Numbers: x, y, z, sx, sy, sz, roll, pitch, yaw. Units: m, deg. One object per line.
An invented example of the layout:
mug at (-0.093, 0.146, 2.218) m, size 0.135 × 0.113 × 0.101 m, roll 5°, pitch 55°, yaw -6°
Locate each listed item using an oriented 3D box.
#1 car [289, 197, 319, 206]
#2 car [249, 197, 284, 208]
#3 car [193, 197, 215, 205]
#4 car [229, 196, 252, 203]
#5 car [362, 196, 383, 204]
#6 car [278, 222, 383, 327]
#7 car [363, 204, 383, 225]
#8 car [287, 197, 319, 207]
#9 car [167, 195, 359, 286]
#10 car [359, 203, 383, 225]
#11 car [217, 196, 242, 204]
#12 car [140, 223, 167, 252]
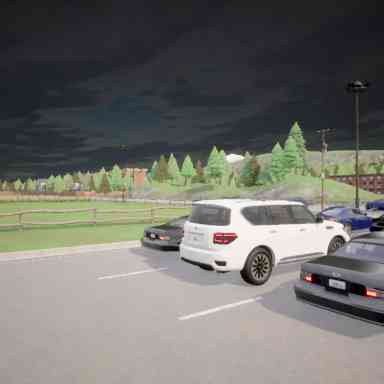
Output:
car at (19.006, 1.525, 56.764) m, size 1.812 × 1.442 × 4.674 m, roll 0°, pitch 0°, yaw -37°
car at (11.119, 1.493, 49.730) m, size 2.128 × 1.511 × 4.902 m, roll 0°, pitch 0°, yaw -36°
car at (2.240, 1.564, 61.876) m, size 1.994 × 1.385 × 4.181 m, roll 0°, pitch 0°, yaw -36°
car at (10.026, 1.500, 69.133) m, size 1.837 × 1.490 × 4.892 m, roll 0°, pitch 0°, yaw -36°
car at (21.909, 1.477, 36.542) m, size 5.008 × 1.535 × 1.882 m, roll 0°, pitch 0°, yaw 41°
car at (4.392, 1.547, 6.898) m, size 5.357 × 1.411 × 2.033 m, roll 0°, pitch 0°, yaw -36°
car at (10.340, 1.478, 15.498) m, size 5.008 × 1.535 × 1.882 m, roll 0°, pitch 0°, yaw -35°
car at (17.543, 1.525, 52.841) m, size 1.812 × 1.442 × 4.674 m, roll 0°, pitch 0°, yaw -37°
car at (2.275, 1.221, 9.689) m, size 5.566 × 2.045 × 2.150 m, roll 0°, pitch 0°, yaw -35°
car at (8.475, 1.526, 18.460) m, size 4.674 × 1.442 × 1.812 m, roll 0°, pitch 0°, yaw -36°
car at (7.465, 1.547, 66.671) m, size 2.033 × 1.411 × 5.357 m, roll 0°, pitch 0°, yaw -36°
car at (0.694, 1.547, 12.860) m, size 5.357 × 1.411 × 2.033 m, roll 0°, pitch 0°, yaw -36°
